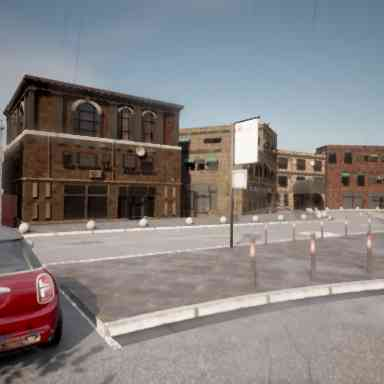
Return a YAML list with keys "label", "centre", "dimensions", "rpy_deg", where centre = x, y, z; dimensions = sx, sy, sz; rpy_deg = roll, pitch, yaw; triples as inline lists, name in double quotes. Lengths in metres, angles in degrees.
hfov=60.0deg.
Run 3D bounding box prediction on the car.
- label: "car"
  centre: [-3.787, 1.347, 5.644]
  dimensions: [2.185, 1.767, 4.553]
  rpy_deg: [0, 0, -36]
